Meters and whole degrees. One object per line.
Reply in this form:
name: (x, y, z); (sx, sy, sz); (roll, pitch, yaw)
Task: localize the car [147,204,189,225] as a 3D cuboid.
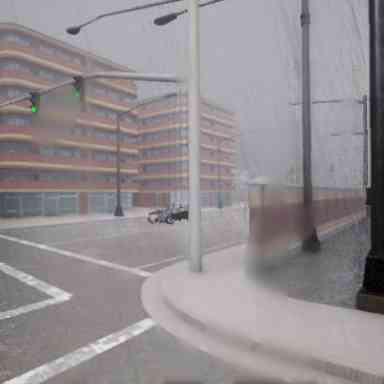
car: (-1.443, 1.706, 26.049); (2.128, 1.511, 4.902); (-1, -1, 35)
